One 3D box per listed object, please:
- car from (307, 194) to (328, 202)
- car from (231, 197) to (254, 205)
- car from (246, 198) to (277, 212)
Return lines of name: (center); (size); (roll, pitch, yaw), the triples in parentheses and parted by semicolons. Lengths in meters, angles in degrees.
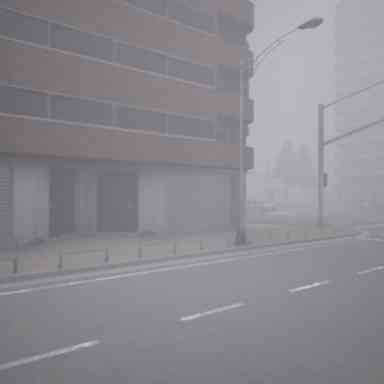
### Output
car: (29.621, 1.507, 78.362); (5.566, 2.045, 2.150); (0, 0, -30)
car: (9.758, 1.721, 63.592); (2.033, 1.411, 5.357); (0, 0, 38)
car: (8.201, 1.671, 40.553); (1.812, 1.442, 4.674); (0, 0, -35)
